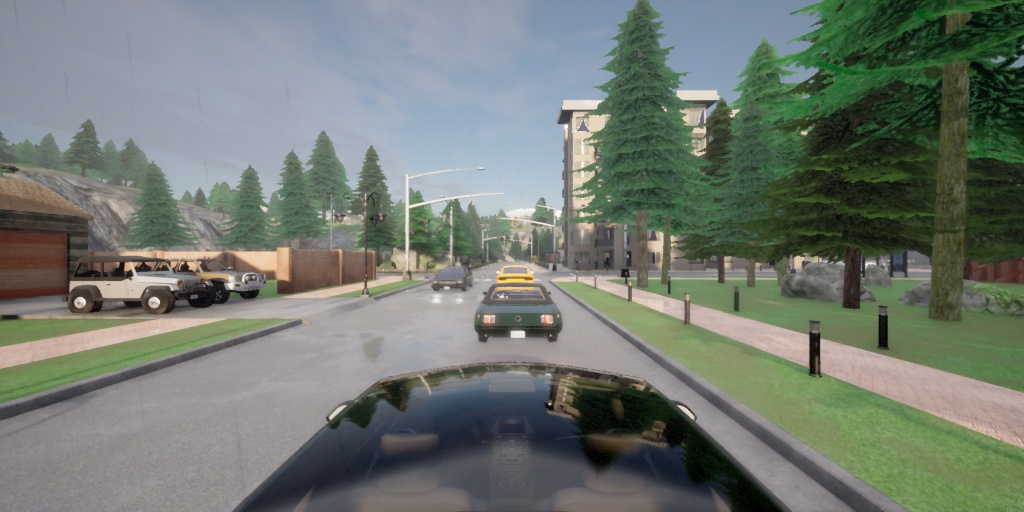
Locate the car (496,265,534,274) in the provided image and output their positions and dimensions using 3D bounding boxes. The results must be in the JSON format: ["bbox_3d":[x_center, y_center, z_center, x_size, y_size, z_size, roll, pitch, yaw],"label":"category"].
[{"bbox_3d":[0.174,1.228,19.040,1.882,1.535,5.008,0,0,0],"label":"car"}]

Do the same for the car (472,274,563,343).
[{"bbox_3d":[0.145,1.351,9.700,1.895,1.301,4.718,0,0,0],"label":"car"}]

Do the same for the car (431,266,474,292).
[{"bbox_3d":[-3.420,1.297,21.610,2.033,1.411,5.357,0,0,0],"label":"car"}]
